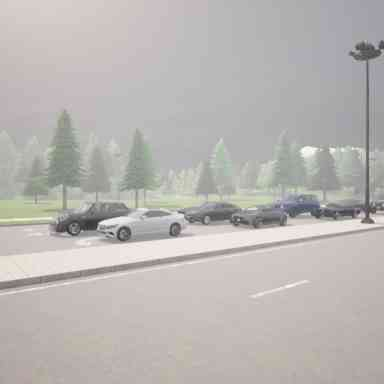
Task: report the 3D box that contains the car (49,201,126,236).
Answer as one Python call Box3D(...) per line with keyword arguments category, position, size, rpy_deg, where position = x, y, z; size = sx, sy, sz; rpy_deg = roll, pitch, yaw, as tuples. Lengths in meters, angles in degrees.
Box3D(category="car", position=(-5.548, 1.352, 18.716), size=(4.553, 1.767, 2.097), rpy_deg=(0, 0, -38))

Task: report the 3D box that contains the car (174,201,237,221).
Box3D(category="car", position=(1.262, 1.547, 28.489), size=(5.357, 1.411, 2.033), rpy_deg=(0, 0, -38))

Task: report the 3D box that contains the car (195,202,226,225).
Box3D(category="car", position=(1.640, 1.505, 24.340), size=(4.892, 1.490, 1.837), rpy_deg=(0, 0, -38))

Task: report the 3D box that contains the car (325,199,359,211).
Box3D(category="car", position=(19.031, 1.601, 42.211), size=(4.718, 1.301, 1.895), rpy_deg=(0, 0, -37))

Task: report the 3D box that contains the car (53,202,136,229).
Box3D(category="car", position=(-6.471, 1.478, 22.436), size=(5.008, 1.535, 1.882), rpy_deg=(0, 0, -38))

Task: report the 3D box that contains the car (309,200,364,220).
Box3D(category="car", position=(12.295, 1.601, 28.219), size=(4.718, 1.301, 1.895), rpy_deg=(0, 0, -38))

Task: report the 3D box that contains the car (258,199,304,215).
Box3D(category="car", position=(9.369, 1.492, 34.816), size=(4.902, 1.511, 2.128), rpy_deg=(0, 0, -38))

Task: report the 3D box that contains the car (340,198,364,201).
Box3D(category="car", position=(17.624, 1.504, 36.748), size=(4.892, 1.490, 1.837), rpy_deg=(0, 0, -37))

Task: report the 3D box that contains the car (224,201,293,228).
Box3D(category="car", position=(4.469, 1.564, 22.119), size=(4.181, 1.385, 1.994), rpy_deg=(0, 0, -39))

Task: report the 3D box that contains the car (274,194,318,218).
Box3D(category="car", position=(9.518, 1.222, 30.501), size=(5.566, 2.045, 2.150), rpy_deg=(0, 0, -38))

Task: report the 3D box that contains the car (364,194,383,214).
Box3D(category="car", position=(20.607, 1.221, 34.623), size=(5.566, 2.045, 2.150), rpy_deg=(0, 0, -38))

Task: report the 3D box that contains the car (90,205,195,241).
Box3D(category="car", position=(-2.392, 1.526, 16.741), size=(4.674, 1.442, 1.812), rpy_deg=(0, 0, -38))
